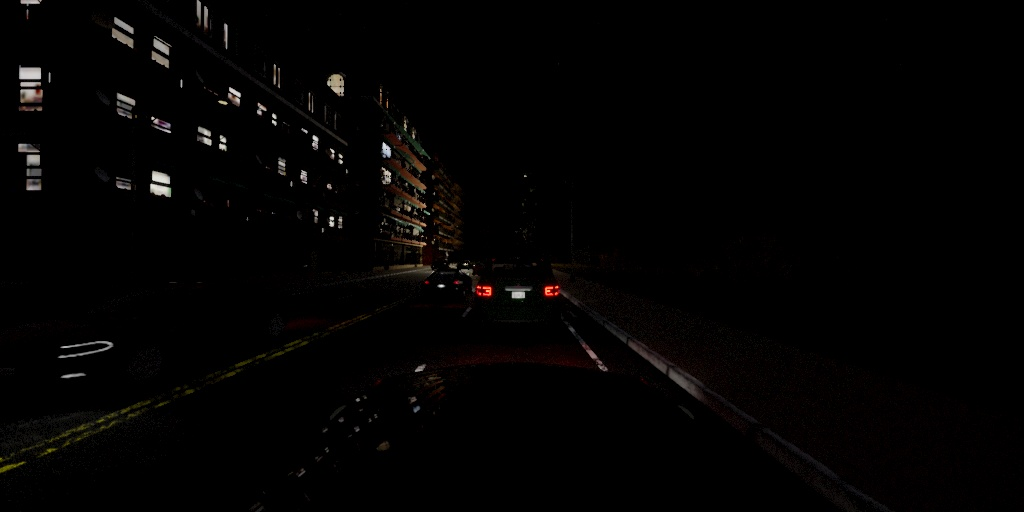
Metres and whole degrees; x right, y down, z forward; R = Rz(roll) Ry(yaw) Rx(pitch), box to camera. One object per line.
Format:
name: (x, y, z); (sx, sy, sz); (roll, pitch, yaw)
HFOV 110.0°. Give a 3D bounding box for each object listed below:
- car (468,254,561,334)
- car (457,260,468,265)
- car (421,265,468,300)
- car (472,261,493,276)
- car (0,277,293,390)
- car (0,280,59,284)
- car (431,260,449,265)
car: (0.106, 0.974, 10.780); (2.150, 2.045, 5.566); (0, 0, -1)
car: (-6.577, 1.304, 49.795); (2.033, 1.411, 5.357); (0, 0, 0)
car: (-3.144, 1.317, 17.943); (1.994, 1.385, 4.181); (0, 0, 0)
car: (-3.131, 1.321, 39.095); (1.994, 1.385, 4.181); (0, 0, 0)
car: (-6.599, 1.229, 7.170); (1.882, 1.535, 5.008); (0, 0, 0)
car: (-9.850, 1.256, 6.704); (1.837, 1.490, 4.892); (0, 0, 0)
car: (-9.824, 1.261, 49.277); (1.837, 1.490, 4.892); (0, 0, 0)
